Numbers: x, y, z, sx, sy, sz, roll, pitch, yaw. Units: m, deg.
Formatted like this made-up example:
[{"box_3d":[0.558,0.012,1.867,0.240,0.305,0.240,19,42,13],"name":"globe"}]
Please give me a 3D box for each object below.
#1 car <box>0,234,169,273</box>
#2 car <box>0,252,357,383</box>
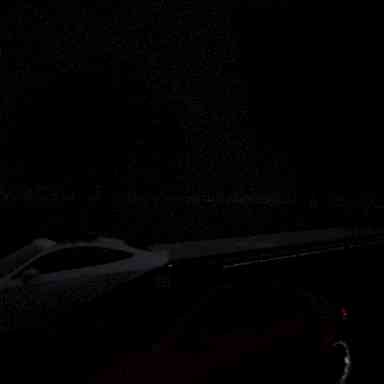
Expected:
[{"box_3d":[-2.442,1.538,5.935,4.674,1.442,1.812,1,0,-35],"name":"car"},{"box_3d":[-0.065,1.582,3.639,4.181,1.385,1.994,1,0,-35],"name":"car"}]
